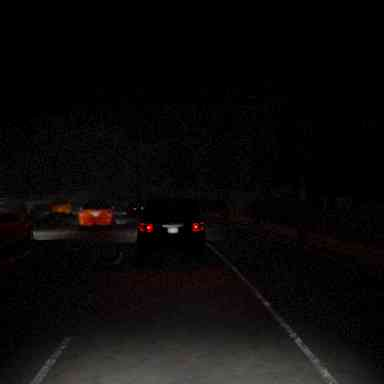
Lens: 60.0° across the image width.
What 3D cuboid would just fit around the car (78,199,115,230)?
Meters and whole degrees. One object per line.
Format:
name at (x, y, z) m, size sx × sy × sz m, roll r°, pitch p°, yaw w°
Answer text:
car at (-6.139, 1.365, 21.746) m, size 2.097 × 1.767 × 4.553 m, roll 0°, pitch 0°, yaw -12°

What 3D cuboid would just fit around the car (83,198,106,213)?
car at (-11.537, 1.518, 39.037) m, size 2.128 × 1.511 × 4.902 m, roll 0°, pitch 0°, yaw -22°

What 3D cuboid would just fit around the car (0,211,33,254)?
car at (-8.110, 1.499, 13.520) m, size 1.882 × 1.535 × 5.008 m, roll 0°, pitch 0°, yaw -8°

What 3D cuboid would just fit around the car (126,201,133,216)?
car at (-5.296, 1.558, 32.354) m, size 2.033 × 1.411 × 5.357 m, roll 0°, pitch 0°, yaw -18°

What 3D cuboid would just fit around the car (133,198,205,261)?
car at (-0.893, 1.222, 12.473) m, size 2.150 × 2.045 × 5.566 m, roll 0°, pitch 0°, yaw -7°

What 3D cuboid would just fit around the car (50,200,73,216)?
car at (-12.847, 1.510, 32.735) m, size 1.882 × 1.535 × 5.008 m, roll 0°, pitch 0°, yaw -19°
